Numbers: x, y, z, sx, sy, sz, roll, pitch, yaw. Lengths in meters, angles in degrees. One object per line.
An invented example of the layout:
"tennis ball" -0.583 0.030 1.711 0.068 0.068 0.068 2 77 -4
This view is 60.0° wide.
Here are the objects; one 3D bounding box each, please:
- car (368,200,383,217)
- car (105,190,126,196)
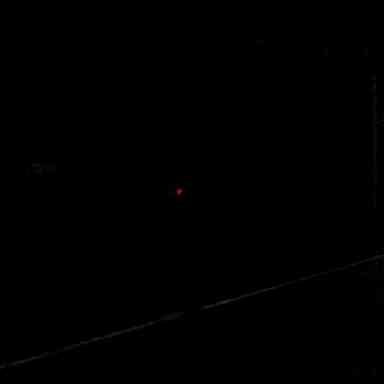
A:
"car" 15.062 1.083 24.328 2.128 1.511 4.902 -1 1 -38
"car" -12.578 0.500 54.004 2.150 2.045 5.566 -1 1 -38
